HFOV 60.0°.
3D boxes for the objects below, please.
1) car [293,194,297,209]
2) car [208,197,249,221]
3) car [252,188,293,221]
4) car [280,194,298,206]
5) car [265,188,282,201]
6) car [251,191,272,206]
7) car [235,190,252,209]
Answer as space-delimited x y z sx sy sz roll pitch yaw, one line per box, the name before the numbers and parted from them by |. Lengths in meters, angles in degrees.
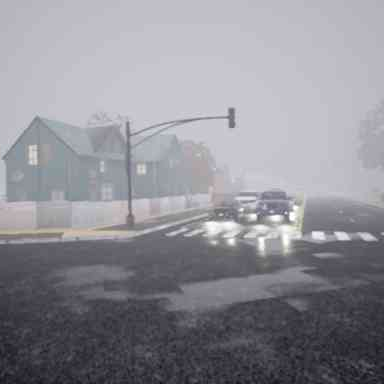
car | 9.293 1.127 33.684 1.895 1.301 4.718 -1 0 19
car | 2.599 1.315 24.321 1.994 1.385 4.181 -1 0 19
car | 5.990 0.893 24.259 2.150 2.045 5.566 -1 0 17
car | 12.623 0.982 43.210 1.895 1.301 4.718 -1 0 19
car | 14.064 0.391 57.091 2.150 2.045 5.566 -1 0 19
car | 8.968 0.824 42.632 2.097 1.767 4.553 -1 0 19
car | 5.661 0.836 33.157 2.150 2.045 5.566 -1 0 19
